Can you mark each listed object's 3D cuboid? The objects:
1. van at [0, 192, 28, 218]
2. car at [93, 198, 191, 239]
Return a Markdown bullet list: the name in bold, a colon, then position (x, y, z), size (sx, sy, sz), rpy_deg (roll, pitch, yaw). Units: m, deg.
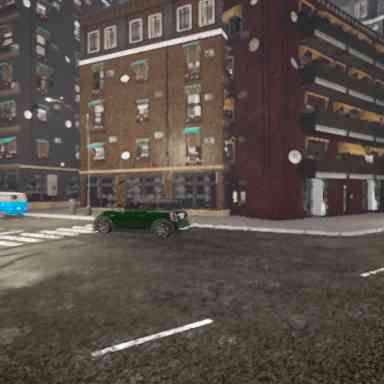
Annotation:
- **van**: position (-13.665, 0.898, 23.840), size (3.998, 1.788, 1.690), rpy_deg (1, 0, 26)
- **car**: position (-2.420, 1.121, 15.881), size (4.553, 1.767, 2.097), rpy_deg (1, 1, 21)
